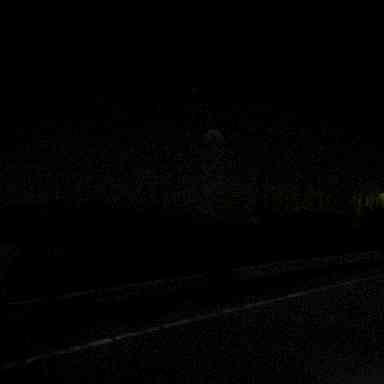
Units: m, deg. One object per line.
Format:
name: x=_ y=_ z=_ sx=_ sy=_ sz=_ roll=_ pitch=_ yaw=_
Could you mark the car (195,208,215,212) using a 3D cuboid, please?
car: x=1.486 y=3.173 z=52.297 sx=1.895 sy=1.301 sz=4.718 roll=2 pitch=-1 yaw=-43
